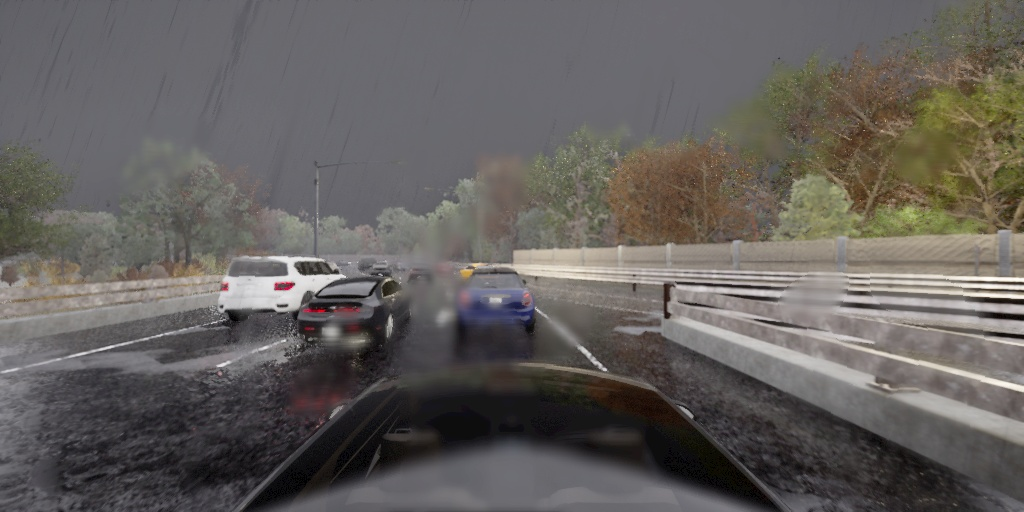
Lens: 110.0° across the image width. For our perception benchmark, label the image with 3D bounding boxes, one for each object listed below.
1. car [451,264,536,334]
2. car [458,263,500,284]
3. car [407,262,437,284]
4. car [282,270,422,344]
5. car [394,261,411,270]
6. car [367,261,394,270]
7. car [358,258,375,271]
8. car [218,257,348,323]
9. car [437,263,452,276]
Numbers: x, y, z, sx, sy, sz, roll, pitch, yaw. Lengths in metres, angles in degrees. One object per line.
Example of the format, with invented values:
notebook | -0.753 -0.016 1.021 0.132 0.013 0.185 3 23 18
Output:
car | -0.584 1.163 11.100 2.097 1.767 4.553 0 0 -5
car | -2.864 1.430 30.215 1.882 1.535 5.008 0 0 -26
car | -7.480 1.456 29.652 1.837 1.490 4.892 0 0 -15
car | -3.908 1.315 9.809 1.837 1.490 4.892 0 0 -4
car | -15.797 1.653 51.145 2.033 1.411 5.357 0 0 -27
car | -12.598 1.492 34.500 1.837 1.490 4.892 0 -1 -18
car | -22.746 1.367 56.333 2.150 2.045 5.566 0 -1 -31
car | -7.700 1.053 12.775 2.150 2.045 5.566 0 0 -7
car | -8.130 1.568 42.589 1.812 1.442 4.674 0 0 -21
